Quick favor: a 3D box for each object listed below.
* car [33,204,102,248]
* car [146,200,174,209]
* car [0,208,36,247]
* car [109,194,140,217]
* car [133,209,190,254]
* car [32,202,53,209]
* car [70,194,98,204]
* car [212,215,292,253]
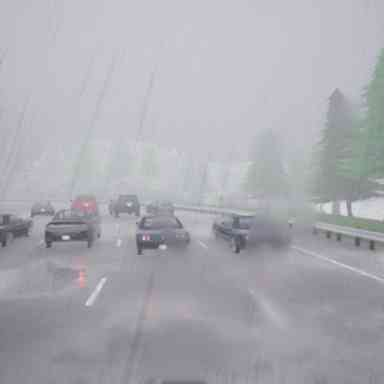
[{"bbox_3d":[-5.194,1.505,14.956,2.128,1.511,4.902,0,0,-10],"label":"car"},{"bbox_3d":[-3.203,1.488,32.508,2.128,1.511,4.902,0,0,-21],"label":"car"},{"bbox_3d":[-8.700,1.628,14.942,1.895,1.301,4.718,0,0,-11],"label":"car"},{"bbox_3d":[-6.434,1.231,31.348,2.150,2.045,5.566,0,0,-22],"label":"car"},{"bbox_3d":[-1.363,1.599,13.649,1.895,1.301,4.718,0,0,-10],"label":"car"},{"bbox_3d":[-14.381,1.605,32.009,1.994,1.385,4.181,0,0,-25],"label":"car"},{"bbox_3d":[-10.095,1.246,31.117,2.150,2.045,5.566,0,0,-22],"label":"car"},{"bbox_3d":[2.173,1.585,13.594,1.895,1.301,4.718,0,0,-9],"label":"car"}]
